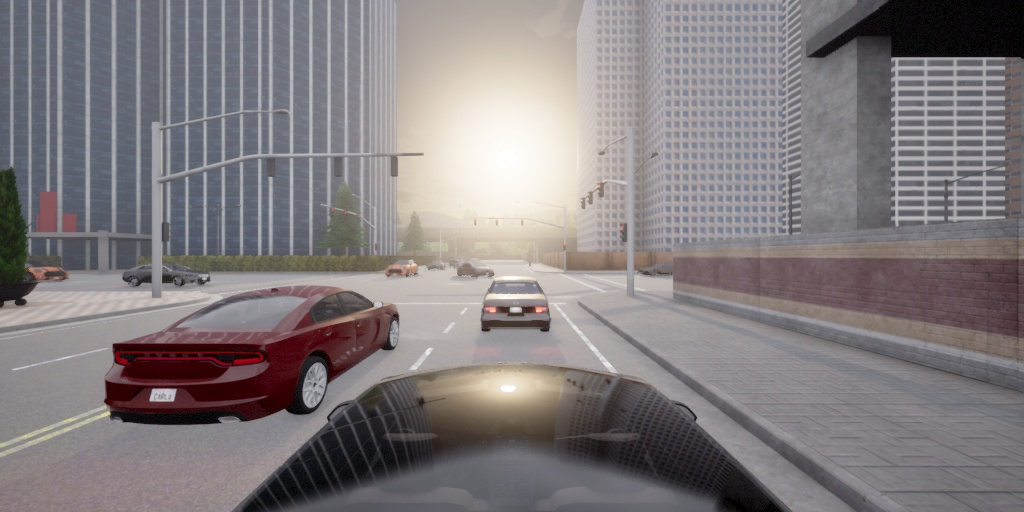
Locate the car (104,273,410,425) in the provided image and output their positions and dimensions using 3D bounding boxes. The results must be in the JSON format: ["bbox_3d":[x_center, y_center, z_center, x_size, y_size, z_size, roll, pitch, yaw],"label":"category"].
[{"bbox_3d":[-3.439,1.228,6.030,1.882,1.535,5.008,0,0,0],"label":"car"}]

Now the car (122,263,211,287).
[{"bbox_3d":[-22.785,1.241,23.758,4.902,1.511,2.128,0,0,1],"label":"car"}]

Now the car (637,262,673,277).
[{"bbox_3d":[15.059,1.297,34.810,5.357,1.411,2.033,0,0,0],"label":"car"}]

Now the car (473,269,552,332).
[{"bbox_3d":[0.092,1.297,10.842,2.033,1.411,5.357,0,0,0],"label":"car"}]

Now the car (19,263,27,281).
[{"bbox_3d":[-35.814,1.276,23.691,4.674,1.442,1.812,1,0,-1],"label":"car"}]

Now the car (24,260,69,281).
[{"bbox_3d":[-36.795,1.101,27.174,4.553,1.767,2.097,0,0,0],"label":"car"}]

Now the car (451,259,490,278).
[{"bbox_3d":[-3.511,1.275,33.027,1.812,1.442,4.674,-1,0,-36],"label":"car"}]

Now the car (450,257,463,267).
[{"bbox_3d":[-7.046,1.275,50.351,1.812,1.442,4.674,0,0,1],"label":"car"}]

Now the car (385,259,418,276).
[{"bbox_3d":[-10.567,1.102,34.596,2.097,1.767,4.553,0,0,0],"label":"car"}]

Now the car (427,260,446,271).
[{"bbox_3d":[-10.548,1.313,50.336,1.994,1.385,4.181,0,0,0],"label":"car"}]
